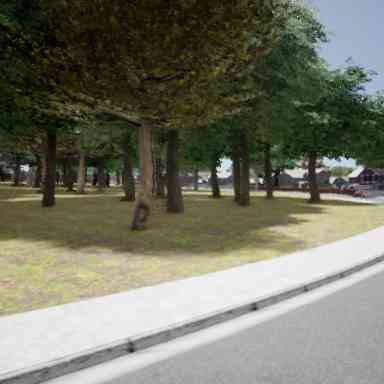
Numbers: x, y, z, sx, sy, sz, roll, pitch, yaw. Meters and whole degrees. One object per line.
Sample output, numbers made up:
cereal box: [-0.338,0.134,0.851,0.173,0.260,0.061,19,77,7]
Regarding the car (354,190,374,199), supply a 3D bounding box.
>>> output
car: [31.665,0.356,61.336,2.097,1.767,4.553,0,1,5]
